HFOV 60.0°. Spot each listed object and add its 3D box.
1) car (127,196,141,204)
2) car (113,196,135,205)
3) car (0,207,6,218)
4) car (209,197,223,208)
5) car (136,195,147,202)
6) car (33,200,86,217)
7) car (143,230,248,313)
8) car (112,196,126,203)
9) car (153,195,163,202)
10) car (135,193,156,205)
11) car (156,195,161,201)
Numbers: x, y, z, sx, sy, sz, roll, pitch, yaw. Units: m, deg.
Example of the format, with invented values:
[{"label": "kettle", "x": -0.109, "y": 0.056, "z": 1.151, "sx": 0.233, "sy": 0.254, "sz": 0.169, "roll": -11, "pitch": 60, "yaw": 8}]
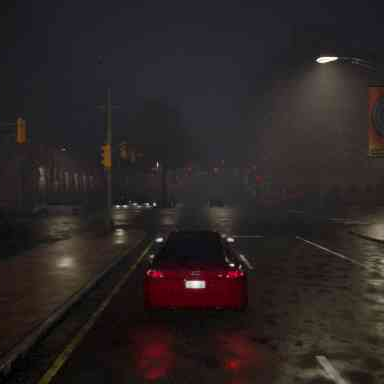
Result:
[{"label": "car", "x": -11.559, "y": 1.564, "z": 66.189, "sx": 1.994, "sy": 1.385, "sz": 4.181, "roll": 0, "pitch": 0, "yaw": 0}, {"label": "car", "x": -11.610, "y": 1.564, "z": 56.895, "sx": 1.994, "sy": 1.385, "sz": 4.181, "roll": 0, "pitch": 0, "yaw": 0}, {"label": "car", "x": -18.010, "y": 1.477, "z": 27.295, "sx": 5.008, "sy": 1.535, "sz": 1.882, "roll": 0, "pitch": 0, "yaw": 0}, {"label": "car", "x": 3.531, "y": 1.526, "z": 49.213, "sx": 1.812, "sy": 1.442, "sz": 4.674, "roll": 0, "pitch": 0, "yaw": 1}, {"label": "car", "x": -11.538, "y": 1.478, "z": 76.608, "sx": 1.882, "sy": 1.535, "sz": 5.008, "roll": 0, "pitch": 0, "yaw": 0}, {"label": "car", "x": -12.362, "y": 1.526, "z": 31.230, "sx": 4.674, "sy": 1.442, "sz": 1.812, "roll": 0, "pitch": 0, "yaw": -7}, {"label": "car", "x": 0.071, "y": 1.564, "z": 7.746, "sx": 1.994, "sy": 1.385, "sz": 4.181, "roll": 0, "pitch": 0, "yaw": 0}, {"label": "car", "x": -14.783, "y": 1.595, "z": 67.851, "sx": 1.895, "sy": 1.301, "sz": 4.718, "roll": 0, "pitch": 0, "yaw": 0}, {"label": "car", "x": -8.039, "y": 1.500, "z": 78.613, "sx": 1.837, "sy": 1.490, "sz": 4.892, "roll": 0, "pitch": 0, "yaw": 0}, {"label": "car", "x": -8.109, "y": 1.221, "z": 58.610, "sx": 2.150, "sy": 2.045, "sz": 5.566, "roll": 0, "pitch": 0, "yaw": 0}, {"label": "car", "x": -8.038, "y": 1.601, "z": 68.409, "sx": 1.895, "sy": 1.301, "sz": 4.718, "roll": 0, "pitch": 0, "yaw": 0}]
